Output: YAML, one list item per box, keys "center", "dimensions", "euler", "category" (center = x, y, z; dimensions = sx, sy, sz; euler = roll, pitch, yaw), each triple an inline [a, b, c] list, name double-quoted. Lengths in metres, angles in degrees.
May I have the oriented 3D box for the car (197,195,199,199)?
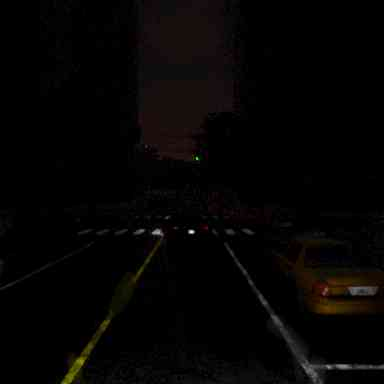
- center: [2.757, 1.847, 73.758]
  dimensions: [2.008, 1.369, 4.403]
  euler: [-1, 0, 0]
  category: "car"

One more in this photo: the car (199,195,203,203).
- center: [2.757, 1.793, 62.570]
  dimensions: [1.752, 1.417, 4.829]
  euler: [-1, 0, 0]
  category: "car"

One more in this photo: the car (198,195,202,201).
- center: [2.757, 1.827, 68.079]
  dimensions: [1.887, 1.381, 4.507]
  euler: [-1, 0, 0]
  category: "car"

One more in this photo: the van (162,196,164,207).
- center: [-5.771, 1.574, 51.034]
  dimensions: [1.690, 1.788, 3.998]
  euler: [-1, 0, 0]
  category: "van"

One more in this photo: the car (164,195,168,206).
- center: [-5.771, 1.566, 56.714]
  dimensions: [2.192, 1.841, 5.009]
  euler: [-1, 0, 0]
  category: "car"

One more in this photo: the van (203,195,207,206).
- center: [2.754, 1.554, 45.362]
  dimensions: [1.690, 1.788, 3.998]
  euler: [-1, 0, 0]
  category: "van"

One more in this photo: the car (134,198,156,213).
- center: [-5.769, 1.774, 39.673]
  dimensions: [1.802, 1.307, 4.206]
  euler: [-1, 0, 0]
  category: "car"

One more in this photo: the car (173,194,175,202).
- center: [-5.769, 1.751, 79.432]
  dimensions: [1.967, 1.590, 4.097]
  euler: [0, 0, 0]
  category: "car"

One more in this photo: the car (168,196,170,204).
- center: [-5.769, 1.818, 62.393]
  dimensions: [2.008, 1.369, 4.403]
  euler: [-1, 0, 0]
  category: "car"

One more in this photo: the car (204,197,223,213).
- center: [2.756, 1.718, 39.851]
  dimensions: [1.752, 1.417, 4.829]
  euler: [-1, 0, 0]
  category: "car"

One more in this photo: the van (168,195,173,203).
- center: [-5.770, 1.638, 73.753]
  dimensions: [1.690, 1.788, 3.998]
  euler: [-1, 0, 0]
  category: "van"

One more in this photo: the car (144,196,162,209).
- center: [-5.772, 1.528, 45.354]
  dimensions: [2.192, 1.841, 5.009]
  euler: [-1, 0, 0]
  category: "car"

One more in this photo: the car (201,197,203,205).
- center: [2.756, 1.799, 51.041]
  dimensions: [1.947, 1.339, 4.313]
  euler: [-1, 0, 0]
  category: "car"

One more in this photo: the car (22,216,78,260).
- center: [-5.771, 1.635, 12.703]
  dimensions: [1.947, 1.339, 4.313]
  euler: [-1, 0, 0]
  category: "car"

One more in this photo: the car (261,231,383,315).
- center: [2.754, 1.569, 7.668]
  dimensions: [1.752, 1.417, 4.829]
  euler: [-1, 0, 0]
  category: "car"

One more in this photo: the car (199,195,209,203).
- center: [2.755, 1.626, 79.437]
  dimensions: [2.192, 1.841, 5.009]
  euler: [-1, 0, 0]
  category: "car"

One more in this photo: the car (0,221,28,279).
- center: [-5.771, 1.593, 7.324]
  dimensions: [2.008, 1.369, 4.403]
  euler: [-1, 0, 0]
  category: "car"

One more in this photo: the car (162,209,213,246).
- center: [-0.313, 1.649, 15.892]
  dimensions: [1.994, 1.385, 4.181]
  euler: [0, 0, -8]
  category: "car"
